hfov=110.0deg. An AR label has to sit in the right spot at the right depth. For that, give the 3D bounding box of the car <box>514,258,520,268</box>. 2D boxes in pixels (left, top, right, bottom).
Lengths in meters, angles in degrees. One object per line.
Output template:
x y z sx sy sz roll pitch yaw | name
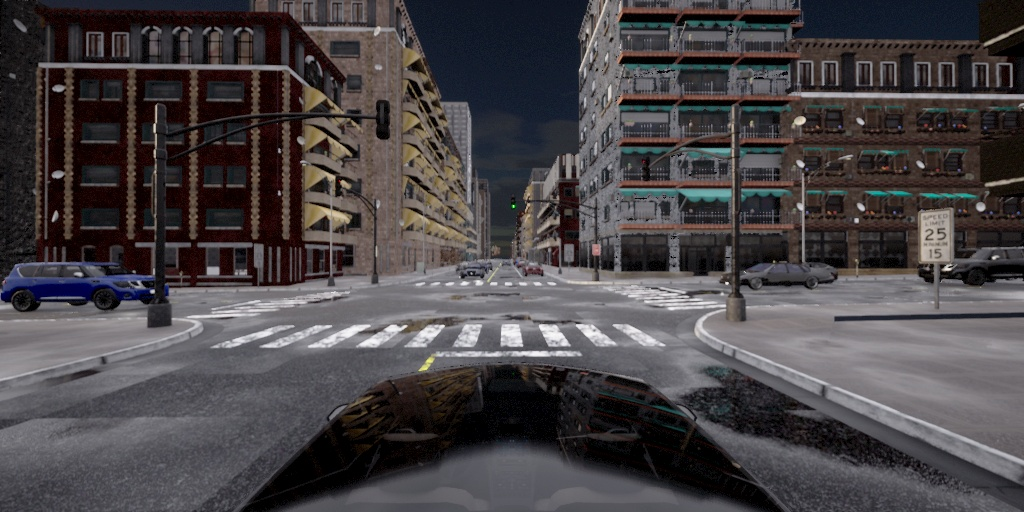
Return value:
1.776 1.443 58.835 1.802 1.307 4.207 0 0 -1 | car

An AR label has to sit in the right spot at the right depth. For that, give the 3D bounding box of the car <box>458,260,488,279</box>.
-3.603 1.374 33.602 1.994 1.385 4.181 0 0 -1 | car

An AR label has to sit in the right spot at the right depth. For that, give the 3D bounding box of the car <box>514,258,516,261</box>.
1.686 1.455 64.368 1.802 1.307 4.207 0 0 -1 | car

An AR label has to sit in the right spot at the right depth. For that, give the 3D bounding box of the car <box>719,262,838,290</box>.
14.456 1.071 19.727 5.357 1.411 2.033 -1 0 -1 | car

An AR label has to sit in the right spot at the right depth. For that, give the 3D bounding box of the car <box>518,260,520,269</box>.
2.045 1.377 42.234 2.007 1.370 4.403 0 0 -1 | car

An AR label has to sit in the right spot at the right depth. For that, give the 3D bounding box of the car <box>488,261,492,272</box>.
-3.762 1.430 43.495 1.895 1.301 4.718 0 0 -1 | car

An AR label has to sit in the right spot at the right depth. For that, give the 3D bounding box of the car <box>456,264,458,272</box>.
-6.425 1.388 47.632 2.007 1.370 4.403 0 0 -1 | car

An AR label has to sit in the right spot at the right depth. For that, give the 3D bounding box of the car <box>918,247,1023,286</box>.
26.238 0.553 19.977 5.566 2.045 2.150 -1 0 -1 | car

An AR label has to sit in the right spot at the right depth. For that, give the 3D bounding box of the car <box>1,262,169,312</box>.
-18.649 1.270 15.827 5.566 2.045 2.150 -1 0 -1 | car

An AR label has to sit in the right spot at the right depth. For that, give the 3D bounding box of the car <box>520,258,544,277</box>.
2.135 1.255 36.701 1.967 1.591 4.097 0 0 -1 | car
